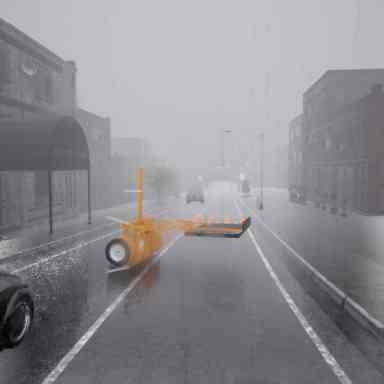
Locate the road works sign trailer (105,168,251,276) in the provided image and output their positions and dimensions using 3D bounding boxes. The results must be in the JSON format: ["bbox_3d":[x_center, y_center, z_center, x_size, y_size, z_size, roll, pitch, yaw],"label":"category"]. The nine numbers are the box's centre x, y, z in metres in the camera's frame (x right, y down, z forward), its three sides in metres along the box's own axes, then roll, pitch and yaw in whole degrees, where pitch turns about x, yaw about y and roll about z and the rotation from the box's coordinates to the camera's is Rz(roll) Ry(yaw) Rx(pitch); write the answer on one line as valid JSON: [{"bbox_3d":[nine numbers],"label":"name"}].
[{"bbox_3d":[-0.255,0.765,9.268,3.560,2.880,2.380,0,0,15],"label":"road works sign trailer"}]

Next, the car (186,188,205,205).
[{"bbox_3d":[0.546,0.557,45.083,2.150,2.045,5.566,0,1,6],"label":"car"}]

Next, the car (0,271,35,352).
[{"bbox_3d":[-3.457,1.544,3.456,1.994,1.385,4.181,0,0,1],"label":"car"}]
